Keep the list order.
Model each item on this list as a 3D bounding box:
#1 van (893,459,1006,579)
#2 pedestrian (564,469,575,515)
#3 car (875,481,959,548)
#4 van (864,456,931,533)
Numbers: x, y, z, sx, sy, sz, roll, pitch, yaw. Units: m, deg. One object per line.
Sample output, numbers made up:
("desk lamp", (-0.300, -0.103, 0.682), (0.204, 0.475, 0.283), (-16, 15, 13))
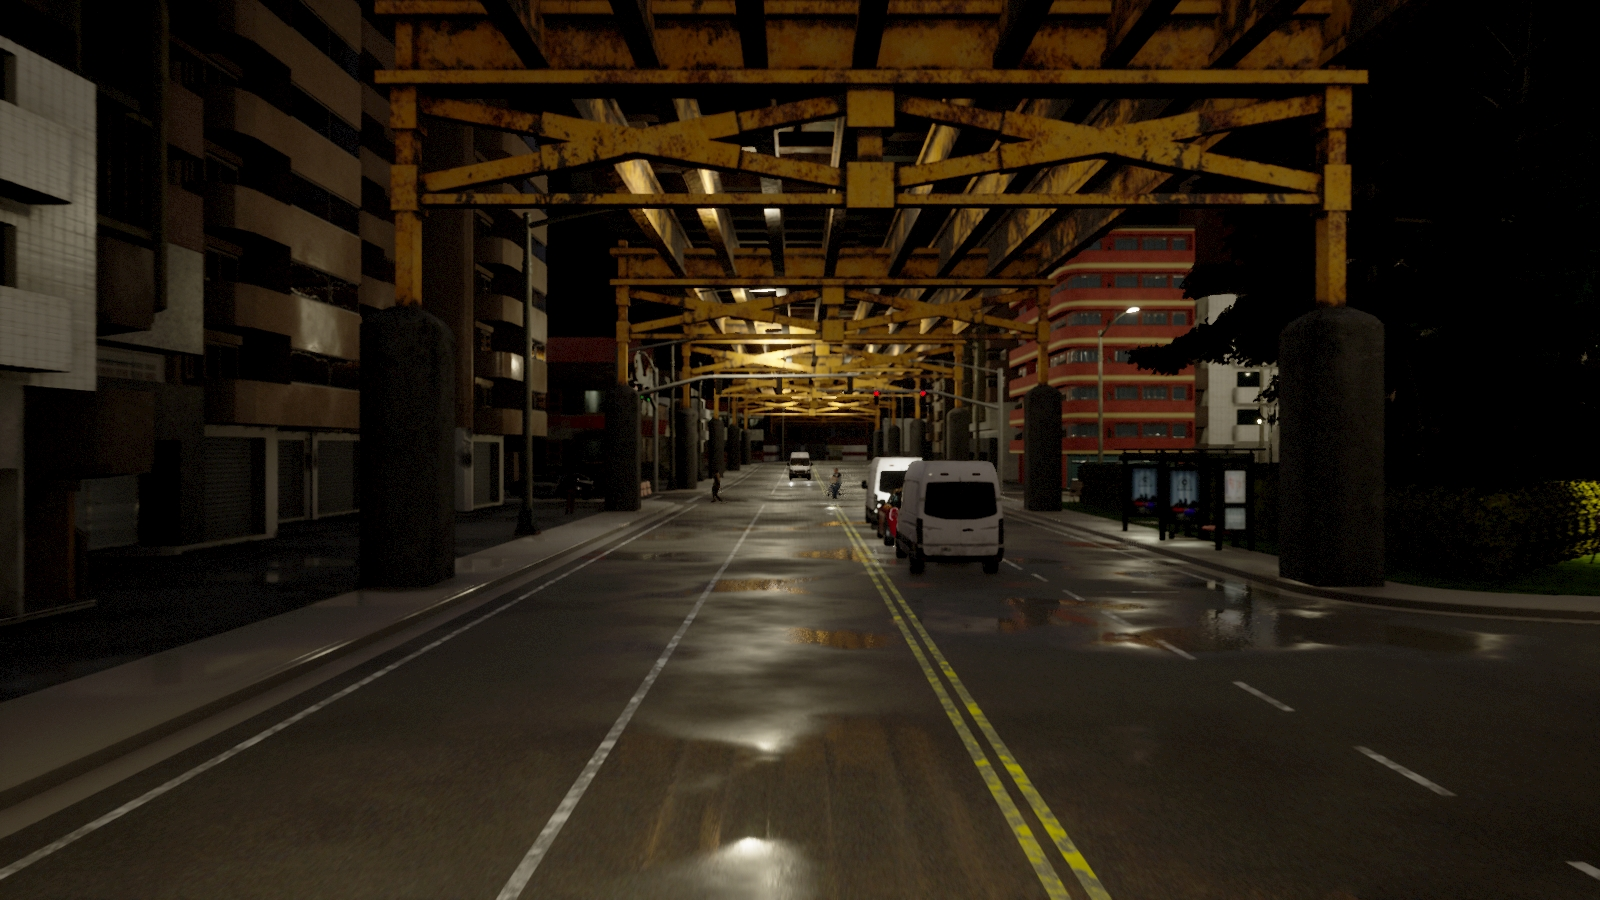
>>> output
("van", (3.489, 1.534, 27.788), (1.988, 2.561, 5.915), (0, 0, 0))
("pedestrian", (-9.425, 1.701, 46.719), (0.375, 1.860, 0.375), (0, 0, 4))
("car", (3.468, 1.905, 34.810), (2.097, 1.767, 4.553), (0, 0, 0))
("van", (3.479, 1.534, 41.790), (1.988, 2.561, 5.915), (0, 0, 0))
